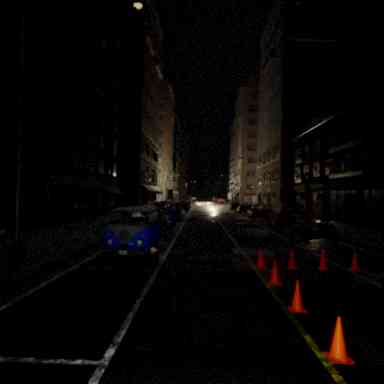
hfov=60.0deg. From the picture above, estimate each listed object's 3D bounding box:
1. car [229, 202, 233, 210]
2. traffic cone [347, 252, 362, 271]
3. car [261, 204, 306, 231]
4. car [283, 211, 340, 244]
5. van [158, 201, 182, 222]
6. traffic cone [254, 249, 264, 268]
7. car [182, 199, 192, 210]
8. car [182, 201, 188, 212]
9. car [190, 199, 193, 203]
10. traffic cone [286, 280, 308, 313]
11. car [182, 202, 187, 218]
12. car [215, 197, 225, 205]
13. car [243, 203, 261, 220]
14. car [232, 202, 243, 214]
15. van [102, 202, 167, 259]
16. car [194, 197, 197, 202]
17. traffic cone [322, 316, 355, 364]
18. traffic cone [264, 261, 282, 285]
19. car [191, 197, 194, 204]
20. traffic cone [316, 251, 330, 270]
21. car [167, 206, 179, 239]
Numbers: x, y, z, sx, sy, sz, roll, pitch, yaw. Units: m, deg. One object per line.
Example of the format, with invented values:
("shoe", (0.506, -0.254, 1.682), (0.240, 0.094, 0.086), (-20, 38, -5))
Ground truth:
("car", (7.364, 2.351, 56.448), (1.947, 1.339, 4.313), (1, -1, 1))
("traffic cone", (5.210, 2.203, 10.647), (0.340, 0.580, 0.340), (2, -1, 1))
("car", (6.640, 1.732, 23.453), (2.192, 1.841, 5.009), (1, -1, 1))
("car", (6.512, 1.939, 17.950), (1.802, 1.307, 4.206), (1, -1, 1))
("van", (-1.881, 1.534, 23.644), (1.690, 1.788, 3.998), (1, -1, 1))
("traffic cone", (2.211, 2.124, 10.715), (0.340, 0.580, 0.340), (2, -1, 1))
("car", (-1.399, 2.003, 45.640), (1.947, 1.339, 4.313), (1, -1, 1))
("car", (-1.643, 1.896, 34.641), (1.802, 1.307, 4.206), (1, -1, 1))
("car", (-1.279, 2.080, 51.139), (1.802, 1.307, 4.206), (1, -1, 1))
("traffic cone", (2.123, 2.081, 6.716), (0.340, 0.580, 0.340), (2, -1, 1))
("car", (-1.764, 1.819, 29.141), (1.947, 1.339, 4.313), (1, -1, 1))
("car", (8.219, 2.675, 93.527), (1.967, 1.590, 4.097), (1, -1, 1))
("car", (6.881, 1.978, 34.451), (1.967, 1.590, 4.097), (1, -1, 1))
("car", (7.121, 2.212, 45.449), (2.008, 1.369, 4.403), (1, -1, 1))
("van", (-2.124, 1.415, 12.645), (1.690, 1.788, 3.998), (1, -1, 1))
("car", (-0.304, 2.593, 93.730), (1.802, 1.307, 4.206), (1, -1, 1))
("traffic cone", (2.079, 2.060, 4.716), (0.340, 0.580, 0.340), (1, -1, 1))
("traffic cone", (2.167, 2.103, 8.715), (0.340, 0.580, 0.340), (2, -1, 1))
("car", (-1.154, 2.001, 56.641), (1.967, 1.590, 4.097), (1, -1, 1))
("traffic cone", (4.210, 2.177, 10.670), (0.340, 0.580, 0.340), (2, -1, 1))
("car", (-2.008, 1.684, 18.141), (2.008, 1.369, 4.403), (1, -1, 1))
